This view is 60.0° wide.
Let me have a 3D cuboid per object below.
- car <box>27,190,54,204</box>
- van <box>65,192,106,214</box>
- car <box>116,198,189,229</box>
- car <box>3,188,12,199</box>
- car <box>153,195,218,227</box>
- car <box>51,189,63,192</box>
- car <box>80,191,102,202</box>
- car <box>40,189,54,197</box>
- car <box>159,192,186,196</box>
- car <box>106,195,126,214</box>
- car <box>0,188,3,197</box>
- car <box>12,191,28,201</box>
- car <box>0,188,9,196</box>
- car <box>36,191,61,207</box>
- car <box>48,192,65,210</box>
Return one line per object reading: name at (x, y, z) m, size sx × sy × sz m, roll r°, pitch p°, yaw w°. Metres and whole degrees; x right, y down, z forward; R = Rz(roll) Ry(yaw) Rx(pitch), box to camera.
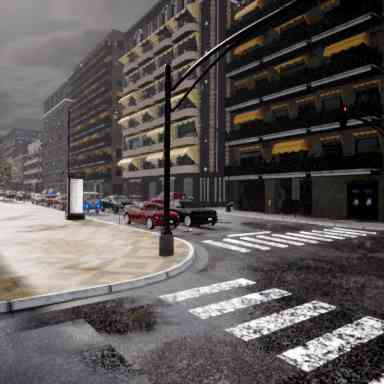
car at (-18.975, 0.805, 41.793) m, size 1.752 × 1.417 × 4.829 m, roll 2°, pitch 0°, yaw -36°
van at (-9.064, 0.881, 28.223) m, size 1.690 × 1.788 × 3.998 m, roll 2°, pitch 0°, yaw -36°
car at (-2.401, 1.261, 19.085) m, size 1.887 × 1.381 × 4.507 m, roll 2°, pitch 0°, yaw -36°
car at (-32.415, 0.470, 60.206) m, size 1.887 × 1.381 × 4.507 m, roll 2°, pitch 0°, yaw -36°
car at (-0.412, 1.216, 20.728) m, size 1.882 × 1.535 × 5.008 m, roll 1°, pitch 0°, yaw -35°
car at (-25.751, 0.529, 65.291) m, size 1.752 × 1.417 × 4.829 m, roll 2°, pitch 0°, yaw -36°
car at (-15.643, 0.710, 51.446) m, size 1.967 × 1.590 × 4.097 m, roll 2°, pitch 0°, yaw -36°
car at (-32.318, 0.271, 74.291) m, size 1.967 × 1.590 × 4.097 m, roll 2°, pitch 0°, yaw -36°
car at (-2.300, 0.936, 33.170) m, size 2.192 × 1.841 × 5.009 m, roll 2°, pitch 0°, yaw -36°
car at (-6.521, 1.069, 29.107) m, size 2.128 × 1.511 × 4.902 m, roll 1°, pitch 0°, yaw -36°
car at (-39.085, 0.301, 69.344) m, size 2.008 × 1.369 × 4.403 m, roll 2°, pitch 0°, yaw -36°
car at (-25.742, 0.541, 51.068) m, size 1.967 × 1.590 × 4.097 m, roll 2°, pitch 0°, yaw -36°
car at (-42.413, -0.022, 73.913) m, size 2.192 × 1.841 × 5.009 m, roll 2°, pitch 0°, yaw -36°
car at (-15.740, 0.909, 37.361) m, size 1.887 × 1.381 × 4.507 m, roll 2°, pitch 0°, yaw -36°
car at (-12.405, 0.997, 32.793) m, size 1.887 × 1.381 × 4.507 m, roll 2°, pitch 0°, yaw -36°
